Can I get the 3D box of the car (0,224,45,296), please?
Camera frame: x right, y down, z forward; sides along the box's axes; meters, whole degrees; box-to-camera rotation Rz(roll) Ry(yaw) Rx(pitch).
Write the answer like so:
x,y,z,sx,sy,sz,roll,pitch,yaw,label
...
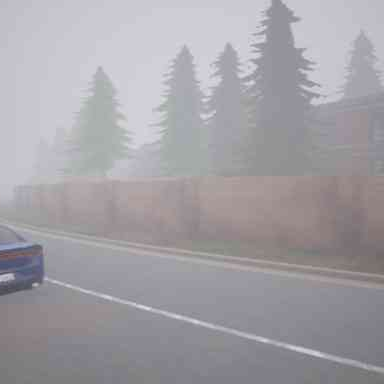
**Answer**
x,y,z,sx,sy,sz,roll,pitch,yaw,label
-5.317,1.409,7.599,5.008,1.535,1.882,0,1,38,car
